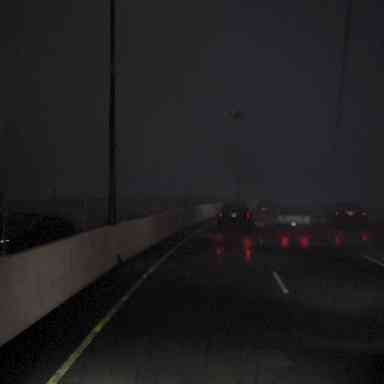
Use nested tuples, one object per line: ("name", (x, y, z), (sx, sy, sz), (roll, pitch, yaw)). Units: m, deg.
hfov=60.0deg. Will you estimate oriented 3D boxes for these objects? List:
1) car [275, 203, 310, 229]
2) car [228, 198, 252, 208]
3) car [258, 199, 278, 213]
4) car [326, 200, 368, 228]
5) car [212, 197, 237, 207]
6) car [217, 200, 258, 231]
("car", (6.702, 1.649, 22.235), (1.895, 1.301, 4.718), (0, 0, 14))
("car", (7.473, 1.687, 51.400), (1.895, 1.301, 4.718), (0, 0, 31))
("car", (8.803, 1.579, 38.395), (1.837, 1.490, 4.892), (0, 0, 24))
("car", (10.626, 1.413, 23.144), (2.097, 1.767, 4.553), (0, 0, 15))
("car", (5.333, 1.574, 54.544), (2.128, 1.511, 4.902), (0, 0, 32))
("car", (2.897, 1.387, 21.188), (2.097, 1.767, 4.553), (0, 0, 13))
